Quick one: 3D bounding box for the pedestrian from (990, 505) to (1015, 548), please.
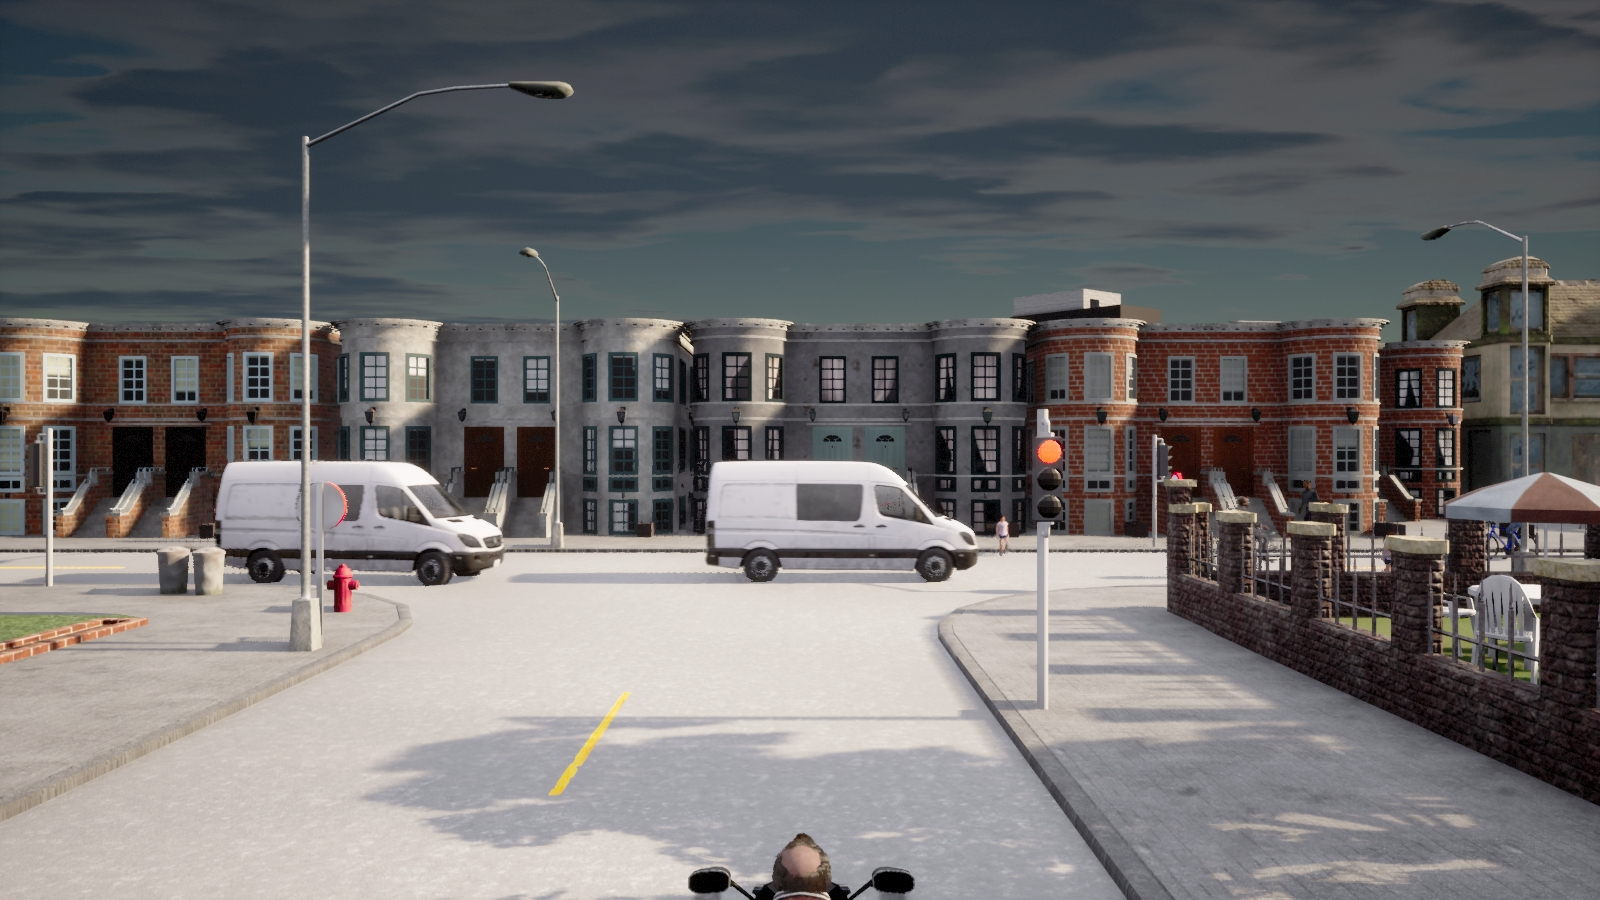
[{"bbox_3d":[5.302,1.996,29.910,0.500,1.100,0.500,0,0,-8],"label":"pedestrian"}]

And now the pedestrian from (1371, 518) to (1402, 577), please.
[{"bbox_3d":[11.392,1.887,22.197,0.500,1.100,0.500,0,0,23],"label":"pedestrian"}]

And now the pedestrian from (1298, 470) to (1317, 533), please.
[{"bbox_3d":[14.997,1.512,33.748,0.375,1.860,0.375,0,0,-8],"label":"pedestrian"}]

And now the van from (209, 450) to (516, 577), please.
[{"bbox_3d":[-9.308,1.305,24.530,5.915,2.561,1.988,0,0,7],"label":"van"}]

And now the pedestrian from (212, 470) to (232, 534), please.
[{"bbox_3d":[-16.954,1.511,33.517,0.375,1.860,0.375,0,0,7],"label":"pedestrian"}]

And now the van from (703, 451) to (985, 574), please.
[{"bbox_3d":[0.921,1.305,24.919,5.915,2.561,1.988,0,0,0],"label":"van"}]
